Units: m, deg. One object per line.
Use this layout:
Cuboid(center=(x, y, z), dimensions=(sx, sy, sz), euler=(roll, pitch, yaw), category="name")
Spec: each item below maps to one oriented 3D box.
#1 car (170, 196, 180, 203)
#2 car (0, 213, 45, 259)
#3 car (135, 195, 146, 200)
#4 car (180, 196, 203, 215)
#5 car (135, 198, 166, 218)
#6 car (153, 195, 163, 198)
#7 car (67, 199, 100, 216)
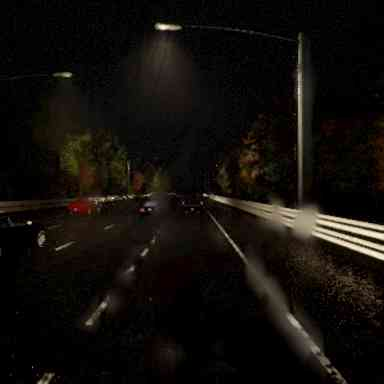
Cuboid(center=(-3.445, 1.448, 69.045), dimensions=(1.994, 1.385, 4.181), euler=(0, 0, 0), category="car")
Cuboid(center=(-6.892, 1.456, 11.544), dimensions=(1.882, 1.535, 5.008), euler=(0, 0, 0), category="car")
Cuboid(center=(-10.445, 1.396, 68.341), dimensions=(2.128, 1.511, 4.902), euler=(0, 0, 0), category="car")
Cuboid(center=(0.072, 1.418, 32.816), dimensions=(1.882, 1.535, 5.008), euler=(0, 0, 1), category="car")
Cuboid(center=(-3.462, 1.494, 29.846), dimensions=(2.033, 1.411, 5.357), euler=(0, 0, 0), category="car")
Cuboid(center=(-6.938, 1.368, 68.907), dimensions=(1.882, 1.535, 5.008), euler=(0, 0, 0), category="car")
Cuboid(center=(-10.432, 1.421, 32.378), dimensions=(1.882, 1.535, 5.008), euler=(0, 0, 1), category="car")
